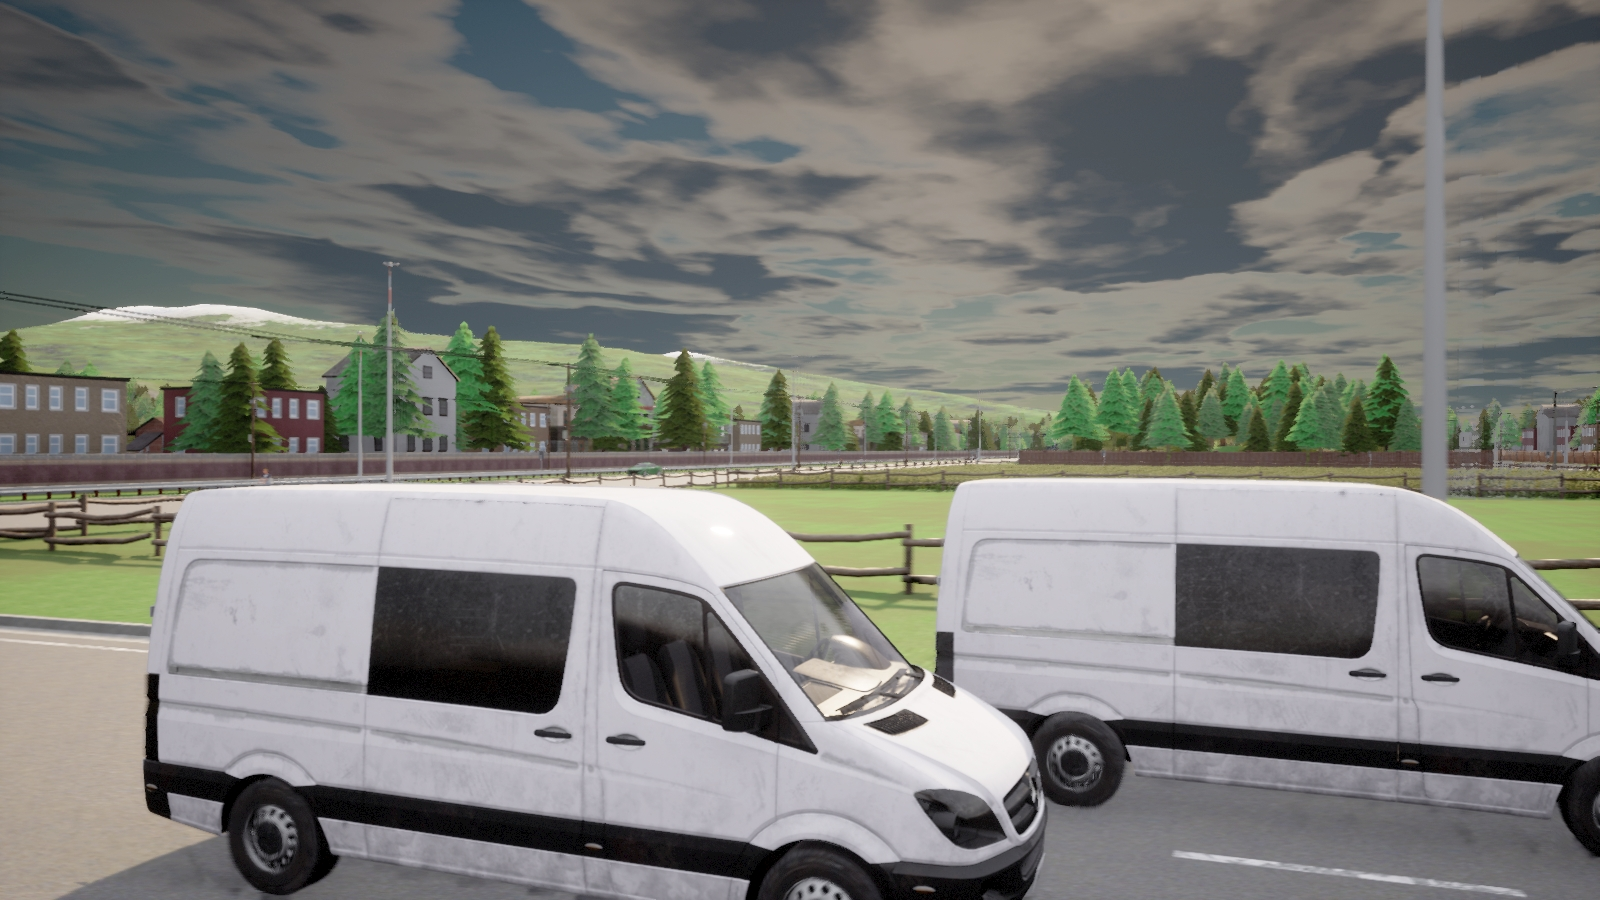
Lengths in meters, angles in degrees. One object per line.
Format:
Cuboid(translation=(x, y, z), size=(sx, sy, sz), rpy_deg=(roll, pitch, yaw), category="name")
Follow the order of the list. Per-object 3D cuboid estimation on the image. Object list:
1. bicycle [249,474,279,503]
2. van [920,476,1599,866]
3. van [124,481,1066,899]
Cuboid(translation=(-28.538, 2.056, 60.822), size=(0.373, 1.496, 1.643), rpy_deg=(0, 0, 20), category="bicycle")
Cuboid(translation=(4.102, 1.534, 9.261), size=(5.915, 2.561, 1.988), rpy_deg=(0, 0, 20), category="van")
Cuboid(translation=(-1.383, 1.534, 7.531), size=(5.915, 2.561, 1.988), rpy_deg=(0, 0, 20), category="van")
